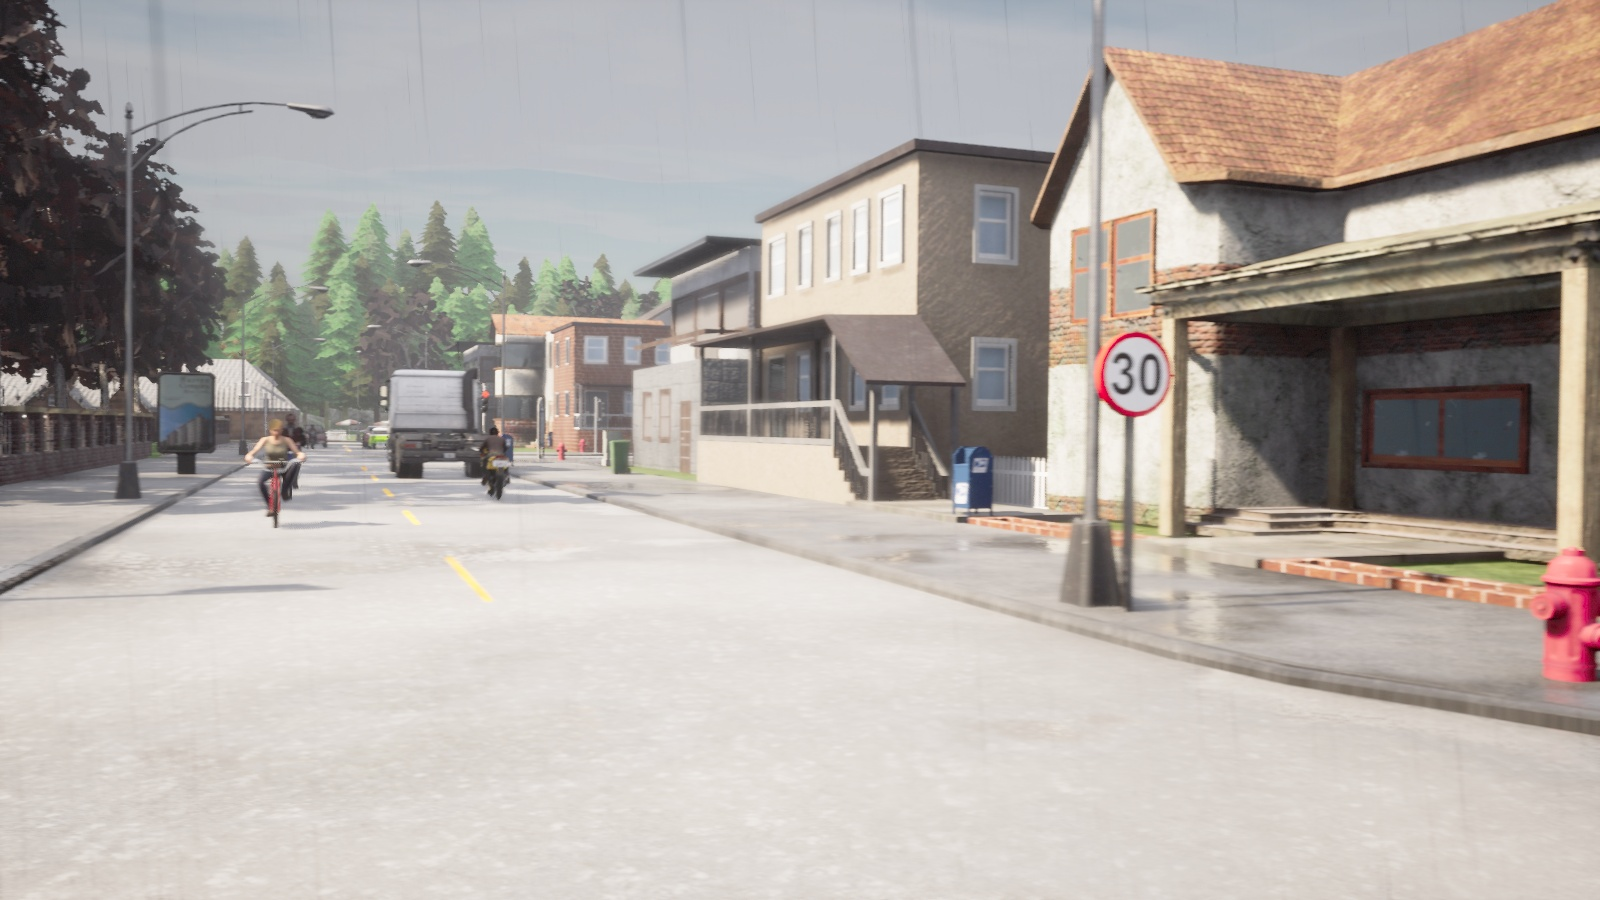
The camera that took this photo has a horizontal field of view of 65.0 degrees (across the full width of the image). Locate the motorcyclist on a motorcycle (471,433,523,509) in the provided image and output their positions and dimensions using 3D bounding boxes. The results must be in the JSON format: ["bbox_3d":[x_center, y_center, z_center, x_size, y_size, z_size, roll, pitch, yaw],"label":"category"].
[{"bbox_3d":[-6.437,0.416,26.634,0.797,1.523,2.044,-1,1,-21],"label":"motorcyclist on a motorcycle"}]

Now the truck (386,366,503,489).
[{"bbox_3d":[-11.308,-0.703,39.429,2.891,3.462,7.936,-1,1,-20],"label":"truck"}]

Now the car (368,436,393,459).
[{"bbox_3d":[-26.700,-0.159,79.913,1.481,1.376,2.207,-1,1,-20],"label":"car"}]

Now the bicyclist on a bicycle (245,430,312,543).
[{"bbox_3d":[-7.846,0.512,18.922,0.866,1.612,1.509,-1,1,-22],"label":"bicyclist on a bicycle"}]

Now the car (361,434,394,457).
[{"bbox_3d":[-28.990,-0.324,86.109,1.970,1.475,3.806,-1,1,-21],"label":"car"}]

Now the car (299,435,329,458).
[{"bbox_3d":[-32.895,-0.251,84.987,1.789,1.549,3.705,-1,1,-22],"label":"car"}]
